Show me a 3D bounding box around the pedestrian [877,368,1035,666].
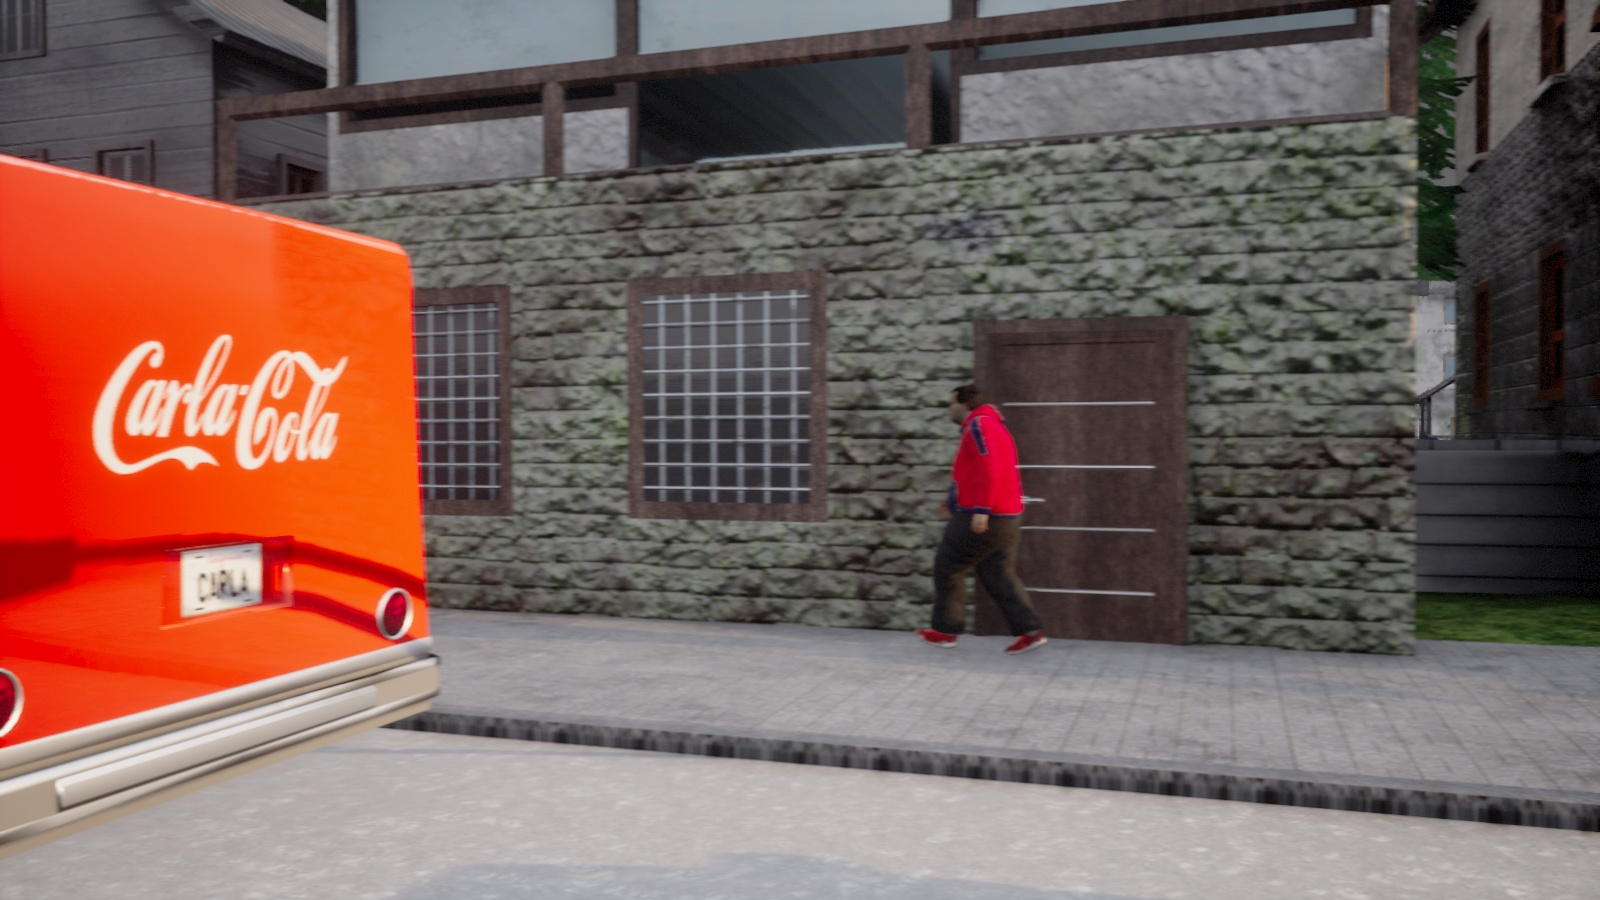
[{"bbox_3d":[1.031,0.408,8.232,0.899,1.844,0.634,1,1,19],"label":"pedestrian"}]

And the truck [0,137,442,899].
[{"bbox_3d":[-4.512,0.255,5.226,5.204,2.467,2.627,2,1,19],"label":"truck"}]
